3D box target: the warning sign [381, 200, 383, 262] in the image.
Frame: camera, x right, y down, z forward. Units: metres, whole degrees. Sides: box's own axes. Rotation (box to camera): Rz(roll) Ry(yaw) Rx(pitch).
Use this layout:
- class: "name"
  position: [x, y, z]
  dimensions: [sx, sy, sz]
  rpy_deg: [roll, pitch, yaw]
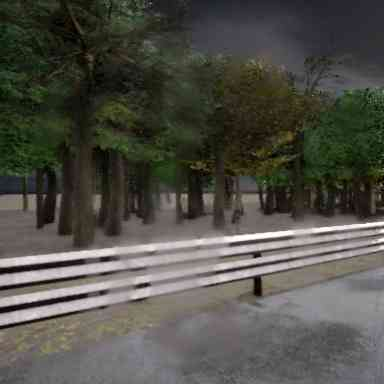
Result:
- class: "warning sign"
  position: [6.496, 1.179, 9.784]
  dimensions: [1.060, 1.860, 1.300]
  rpy_deg: [0, 0, -35]
